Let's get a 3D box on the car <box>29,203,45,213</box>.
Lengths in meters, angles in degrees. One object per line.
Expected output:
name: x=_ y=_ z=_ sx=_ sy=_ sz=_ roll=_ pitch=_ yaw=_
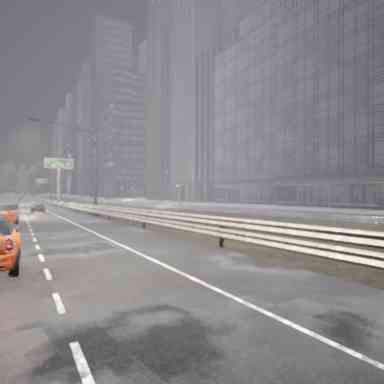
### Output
car: x=-22.609 y=2.287 z=48.695 sx=2.128 sy=1.511 sz=4.902 roll=0 pitch=-1 yaw=-28

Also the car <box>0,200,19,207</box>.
car: x=-15.757 y=1.828 z=27.939 sx=2.097 sy=1.767 sz=4.553 roll=0 pitch=-1 yaw=-28

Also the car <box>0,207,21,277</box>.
car: x=-6.617 y=1.538 z=10.518 sx=2.097 sy=1.767 sz=4.553 roll=0 pitch=-1 yaw=-28
